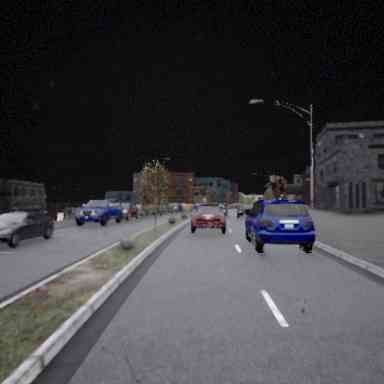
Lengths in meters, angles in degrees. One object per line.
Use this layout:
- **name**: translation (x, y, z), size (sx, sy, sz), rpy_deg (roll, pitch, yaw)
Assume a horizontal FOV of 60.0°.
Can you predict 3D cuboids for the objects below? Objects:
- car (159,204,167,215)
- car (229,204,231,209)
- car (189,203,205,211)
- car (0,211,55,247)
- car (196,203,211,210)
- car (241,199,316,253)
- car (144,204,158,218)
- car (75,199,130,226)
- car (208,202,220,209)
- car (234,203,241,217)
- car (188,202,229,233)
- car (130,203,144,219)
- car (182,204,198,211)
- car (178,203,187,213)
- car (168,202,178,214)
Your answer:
- **car**: translation (-4.978, 2.289, 43.132), size (2.002, 1.452, 4.674), rpy_deg (0, -2, 10)
- **car**: translation (3.355, 2.178, 39.665), size (1.837, 1.490, 4.892), rpy_deg (0, -2, 9)
- **car**: translation (1.149, 3.120, 70.292), size (2.231, 1.521, 4.892), rpy_deg (0, -2, 16)
- **car**: translation (-8.164, 1.635, 15.624), size (2.002, 1.452, 4.674), rpy_deg (0, -1, 4)
- **car**: translation (2.695, 3.313, 75.588), size (2.231, 1.521, 4.892), rpy_deg (0, -2, 16)
- **car**: translation (3.598, 1.328, 14.430), size (2.150, 2.045, 5.566), rpy_deg (0, -1, 3)
- **car**: translation (-5.832, 2.082, 37.782), size (2.231, 1.521, 4.892), rpy_deg (0, -2, 9)
- **car**: translation (-7.251, 1.539, 26.636), size (2.435, 2.045, 5.566), rpy_deg (0, -1, 7)
- **car**: translation (5.776, 3.593, 86.084), size (2.185, 1.767, 4.553), rpy_deg (0, -2, 16)
- **car**: translation (6.113, 2.226, 38.001), size (1.895, 1.301, 4.718), rpy_deg (0, -2, 9)
- **car**: translation (1.129, 1.569, 21.564), size (2.097, 1.767, 4.553), rpy_deg (0, -1, 5)
- **car**: translation (-6.594, 1.799, 32.203), size (2.185, 1.767, 4.553), rpy_deg (0, -2, 8)
- **car**: translation (-0.305, 2.984, 64.940), size (2.002, 1.452, 4.674), rpy_deg (0, -2, 15)
- **car**: translation (-2.861, 2.474, 54.178), size (2.185, 1.767, 4.553), rpy_deg (0, -2, 13)
- **car**: translation (-3.992, 2.451, 48.560), size (2.163, 1.488, 4.792), rpy_deg (0, -2, 11)
